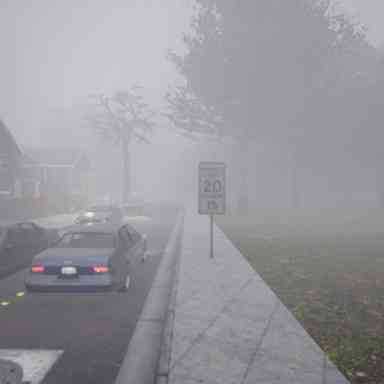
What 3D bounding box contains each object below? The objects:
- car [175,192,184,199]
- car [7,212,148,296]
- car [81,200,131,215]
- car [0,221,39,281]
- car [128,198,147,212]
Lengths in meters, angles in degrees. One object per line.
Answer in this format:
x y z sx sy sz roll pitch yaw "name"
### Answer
-3.471 0.898 92.677 2.150 2.045 5.566 0 0 -1 "car"
-2.340 1.508 8.732 2.033 1.411 5.357 0 0 -1 "car"
-5.341 1.442 19.955 2.033 1.411 5.357 0 0 -1 "car"
-5.190 1.488 8.710 2.033 1.411 5.357 0 0 -1 "car"
-5.488 1.326 32.072 1.882 1.535 5.008 0 1 -1 "car"
